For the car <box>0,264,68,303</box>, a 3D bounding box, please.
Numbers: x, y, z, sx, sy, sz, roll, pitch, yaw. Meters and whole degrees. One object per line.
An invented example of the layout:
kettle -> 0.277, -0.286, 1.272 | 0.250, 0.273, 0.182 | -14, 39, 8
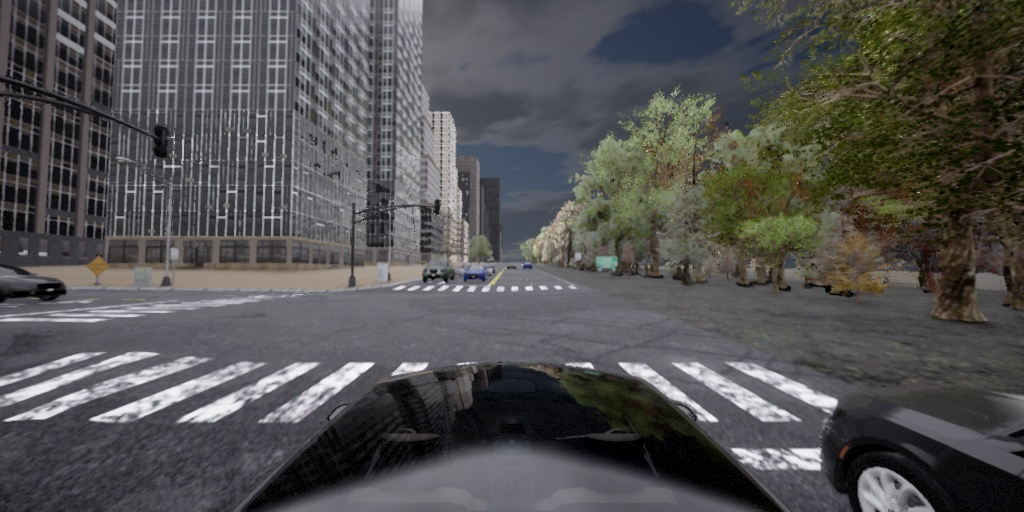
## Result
car -> -20.068, 0.996, 13.568 | 4.892, 1.490, 1.837 | 1, -3, -4

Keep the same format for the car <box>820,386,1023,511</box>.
car -> 3.349, 1.238, 0.808 | 1.837, 1.490, 4.892 | -1, 0, 0

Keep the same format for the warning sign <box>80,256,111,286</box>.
warning sign -> -26.184, 0.938, 22.623 | 1.060, 1.860, 1.300 | 0, 0, -4

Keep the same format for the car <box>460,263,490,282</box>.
car -> -3.381, 1.566, 33.854 | 1.882, 1.535, 5.008 | 0, -1, 0

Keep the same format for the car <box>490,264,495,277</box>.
car -> -3.396, 1.787, 43.177 | 1.895, 1.301, 4.718 | 0, -1, 0

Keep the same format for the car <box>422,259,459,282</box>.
car -> -6.636, 1.300, 32.996 | 2.150, 2.045, 5.566 | 0, -1, 0

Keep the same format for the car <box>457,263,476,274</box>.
car -> -6.645, 1.782, 53.137 | 2.128, 1.511, 4.902 | 0, -1, 0
